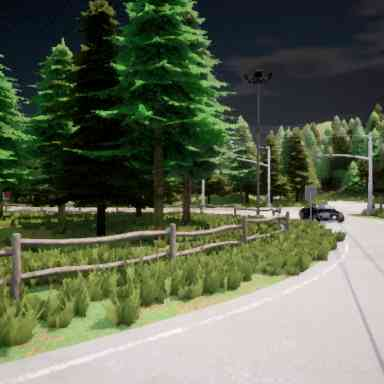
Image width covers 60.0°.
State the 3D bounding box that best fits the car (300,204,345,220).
[{"bbox_3d":[9.816,1.598,25.417,1.994,1.385,4.181,0,0,-6],"label":"car"}]
